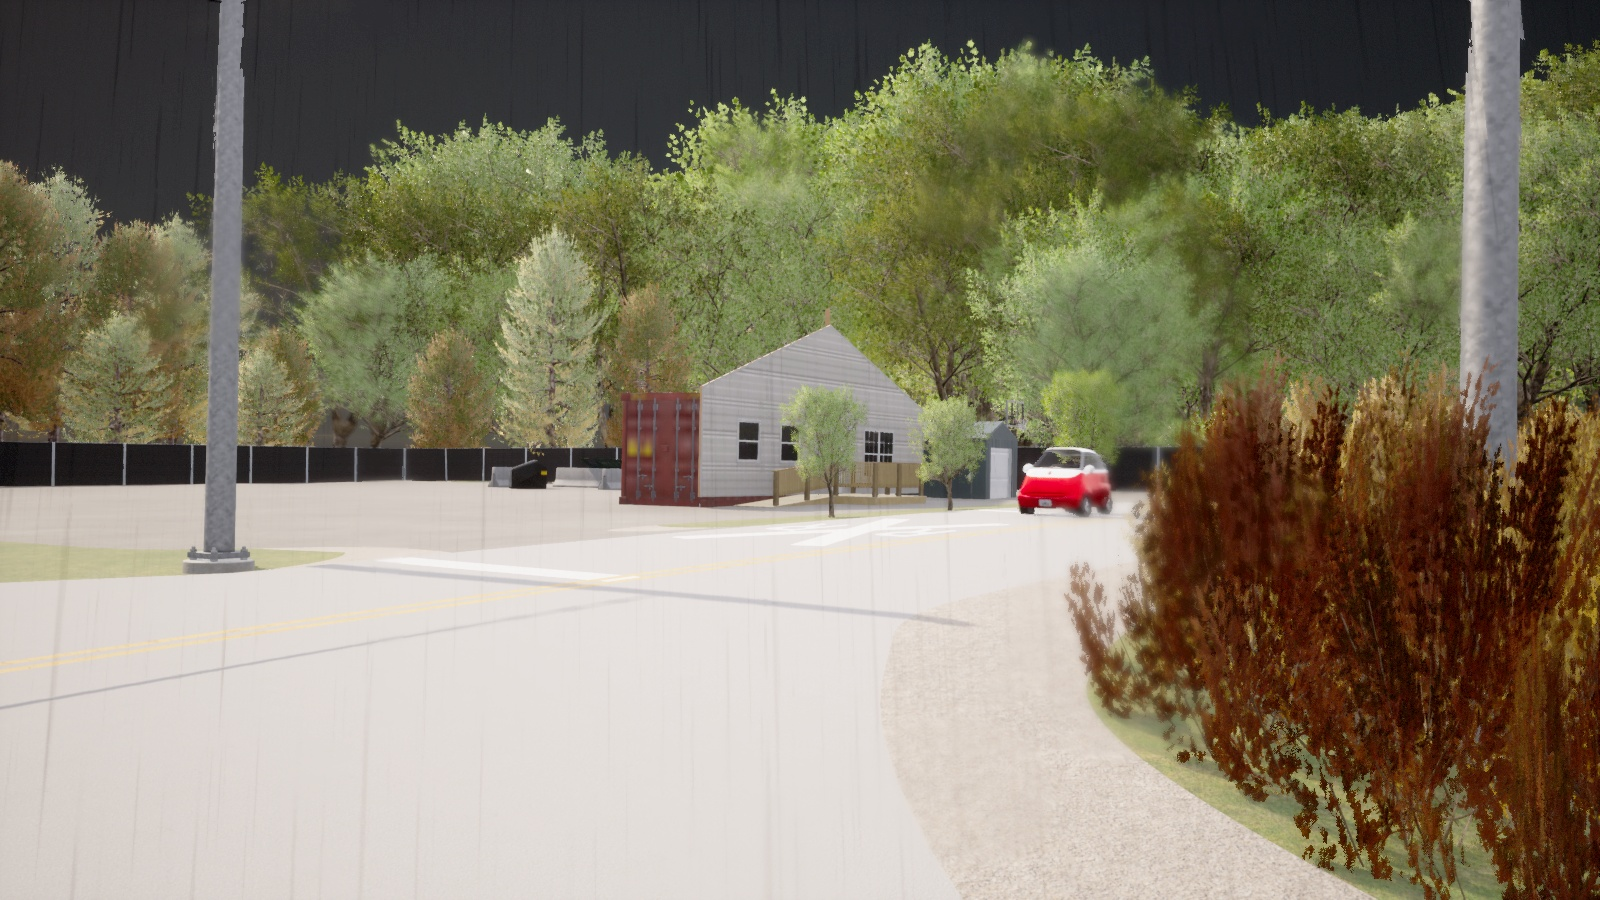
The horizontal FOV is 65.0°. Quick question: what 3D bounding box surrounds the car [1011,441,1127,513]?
[{"bbox_3d":[5.430,0.528,25.266,1.481,1.376,2.207,0,0,37],"label":"car"}]
